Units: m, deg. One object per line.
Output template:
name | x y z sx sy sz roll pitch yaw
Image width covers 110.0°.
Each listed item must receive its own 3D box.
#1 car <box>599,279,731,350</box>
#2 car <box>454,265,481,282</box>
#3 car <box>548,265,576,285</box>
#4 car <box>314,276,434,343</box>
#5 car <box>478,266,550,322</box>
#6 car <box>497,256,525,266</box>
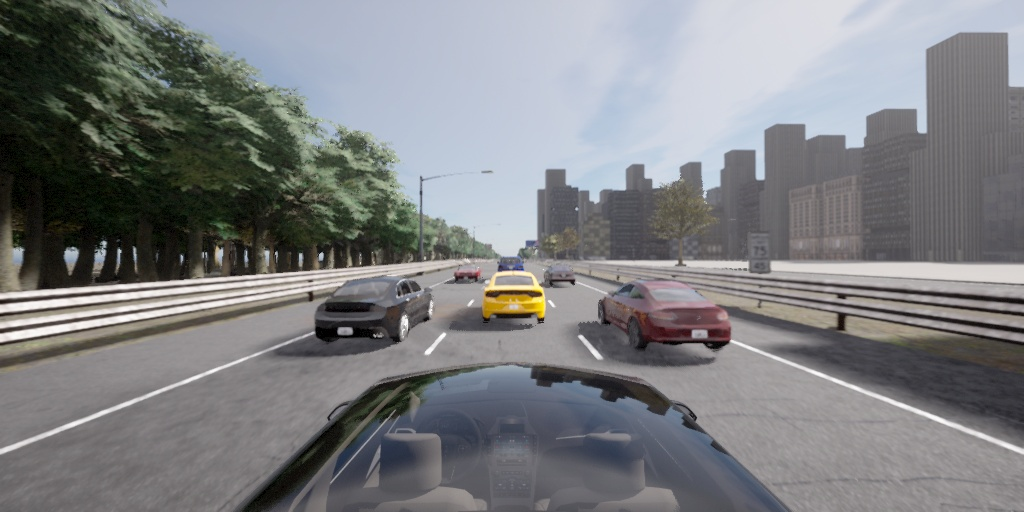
car | 3.542 1.311 9.065 1.812 1.442 4.674 0 0 0
car | -3.598 1.406 30.047 1.895 1.301 4.718 0 0 -1
car | 3.436 1.356 26.478 2.033 1.411 5.357 0 0 0
car | -3.446 1.298 9.843 1.837 1.490 4.892 0 0 0
car | 0.050 1.277 12.511 1.882 1.535 5.008 0 0 0
car | -0.105 1.025 30.698 2.150 2.045 5.566 0 0 -1
